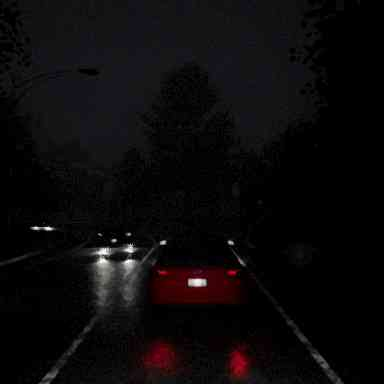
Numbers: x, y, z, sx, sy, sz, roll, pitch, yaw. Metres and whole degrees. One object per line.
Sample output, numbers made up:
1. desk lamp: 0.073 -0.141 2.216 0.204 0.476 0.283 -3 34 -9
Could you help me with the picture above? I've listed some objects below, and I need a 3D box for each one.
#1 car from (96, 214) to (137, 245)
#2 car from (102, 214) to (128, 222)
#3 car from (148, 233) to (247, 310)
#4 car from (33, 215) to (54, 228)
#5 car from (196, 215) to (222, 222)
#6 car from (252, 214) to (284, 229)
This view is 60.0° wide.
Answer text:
1. car: -4.069 2.075 18.516 2.033 1.411 5.357 0 -3 -8
2. car: -13.803 4.685 59.738 4.181 1.385 1.994 1 -4 -37
3. car: 0.121 1.680 8.119 1.994 1.385 4.181 0 -1 1
4. car: -17.502 3.441 39.114 1.994 1.385 4.181 2 -4 -27
5. car: 3.099 4.934 62.508 4.718 1.301 1.895 -1 -4 22
6. car: 8.238 3.085 35.135 1.882 1.535 5.008 -3 -5 41
